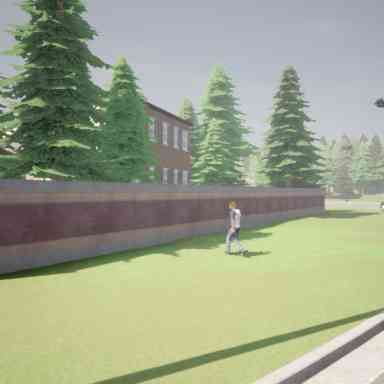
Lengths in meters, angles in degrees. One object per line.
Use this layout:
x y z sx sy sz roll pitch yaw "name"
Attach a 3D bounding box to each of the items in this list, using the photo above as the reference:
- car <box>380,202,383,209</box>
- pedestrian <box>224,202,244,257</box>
25.211 1.505 40.670 1.837 1.490 4.892 0 0 -6 "car"
1.355 1.141 10.909 0.375 1.860 0.375 0 0 -42 "pedestrian"
